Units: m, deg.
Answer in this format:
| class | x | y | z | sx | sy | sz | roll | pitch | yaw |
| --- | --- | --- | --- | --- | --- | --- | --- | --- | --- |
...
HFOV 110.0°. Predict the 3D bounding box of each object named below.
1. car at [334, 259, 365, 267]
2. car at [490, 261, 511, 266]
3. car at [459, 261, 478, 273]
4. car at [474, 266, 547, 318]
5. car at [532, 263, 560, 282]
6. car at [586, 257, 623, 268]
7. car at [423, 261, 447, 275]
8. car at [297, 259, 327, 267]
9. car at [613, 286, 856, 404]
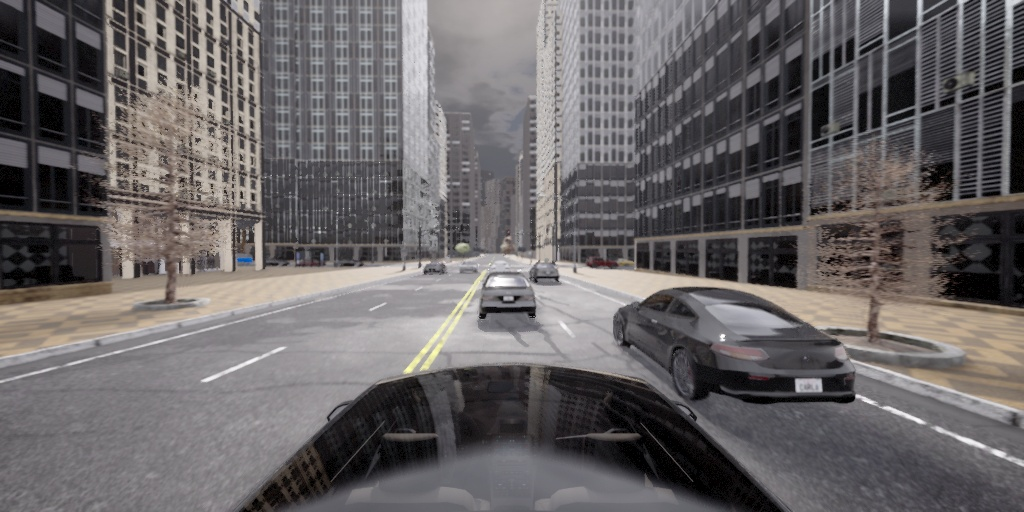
| class | x | y | z | sx | sy | sz | roll | pitch | yaw |
| --- | --- | --- | --- | --- | --- | --- | --- | --- | --- |
| car | -24.872 | 1.067 | 54.846 | 4.313 | 1.339 | 1.948 | 0 | 0 | -1 |
| car | -1.046 | 1.172 | 32.543 | 1.812 | 1.442 | 4.674 | 0 | 0 | -2 |
| car | -4.786 | 1.229 | 39.945 | 1.895 | 1.301 | 4.718 | 0 | 0 | -2 |
| car | -0.200 | 1.262 | 12.850 | 2.033 | 1.411 | 5.357 | 0 | 0 | -2 |
| car | 2.425 | 1.203 | 27.593 | 2.033 | 1.411 | 5.357 | 0 | 0 | -2 |
| car | 14.040 | 1.045 | 56.019 | 5.009 | 1.841 | 2.192 | 0 | 0 | -2 |
| car | -7.941 | 1.212 | 37.387 | 1.994 | 1.385 | 4.181 | 0 | 0 | -2 |
| car | -30.556 | 1.048 | 54.731 | 4.207 | 1.307 | 1.802 | 0 | 0 | -1 |
| car | 3.230 | 1.253 | 6.249 | 1.812 | 1.442 | 4.674 | 0 | 0 | -1 |
